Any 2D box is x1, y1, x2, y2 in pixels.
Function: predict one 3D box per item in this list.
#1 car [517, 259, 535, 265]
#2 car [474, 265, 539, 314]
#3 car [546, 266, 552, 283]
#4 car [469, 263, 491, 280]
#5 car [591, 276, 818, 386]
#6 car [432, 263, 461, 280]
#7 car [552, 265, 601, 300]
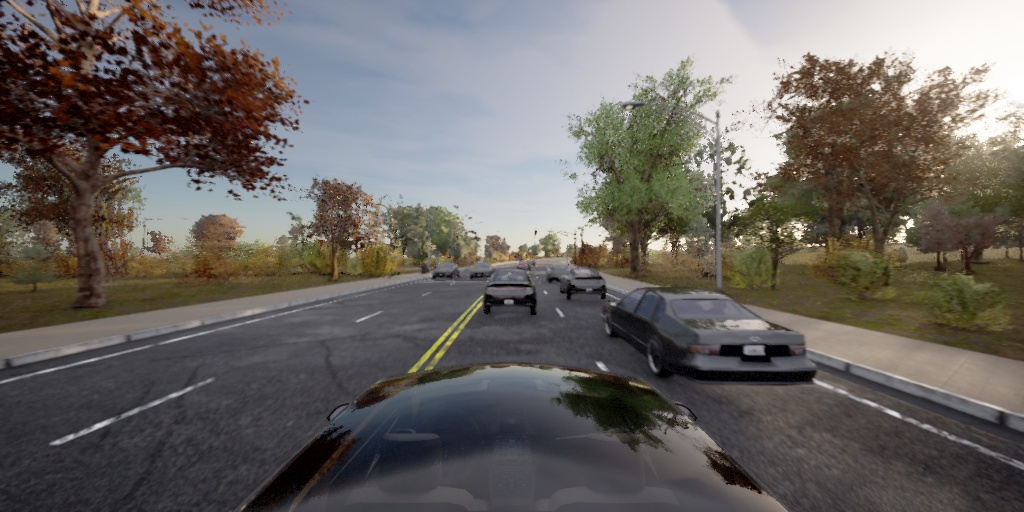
[{"bbox_3d":[1.587,1.387,47.996,2.128,1.511,4.902,0,0,4],"label":"car"},{"bbox_3d":[-0.004,1.289,14.069,2.128,1.511,4.902,0,0,2],"label":"car"},{"bbox_3d":[3.812,1.409,29.173,1.994,1.385,4.181,0,0,2],"label":"car"},{"bbox_3d":[-2.634,1.357,32.270,1.837,1.490,4.892,0,-1,3],"label":"car"},{"bbox_3d":[3.273,1.322,7.331,2.033,1.411,5.357,0,0,1],"label":"car"},{"bbox_3d":[-5.878,1.356,32.516,1.837,1.490,4.892,0,-1,3],"label":"car"},{"bbox_3d":[3.458,1.305,18.255,2.128,1.511,4.902,0,0,1],"label":"car"}]
